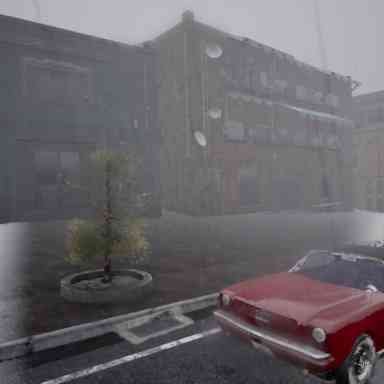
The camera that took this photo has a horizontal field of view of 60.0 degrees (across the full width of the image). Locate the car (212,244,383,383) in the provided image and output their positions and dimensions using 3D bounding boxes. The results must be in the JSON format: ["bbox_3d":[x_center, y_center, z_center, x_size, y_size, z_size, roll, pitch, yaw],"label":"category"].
[{"bbox_3d":[2.614,1.618,5.413,4.718,1.301,1.895,1,0,-37],"label":"car"}]
